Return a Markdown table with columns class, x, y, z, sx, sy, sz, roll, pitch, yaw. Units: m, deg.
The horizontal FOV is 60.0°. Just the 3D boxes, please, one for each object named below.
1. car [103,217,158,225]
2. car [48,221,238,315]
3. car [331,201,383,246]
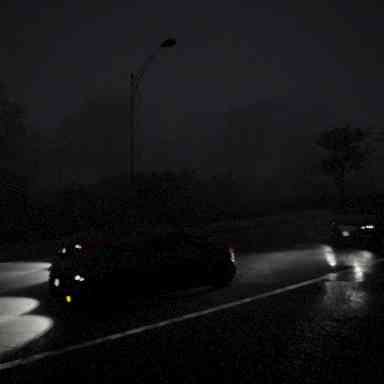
| class | x | y | z | sx | sy | sz | roll | pitch | yaw |
| --- | --- | --- | --- | --- | --- | --- | --- | --- | --- |
| car | -2.152 | 1.535 | 11.031 | 4.181 | 1.385 | 1.994 | -1 | 1 | -34 |
| car | -0.978 | 1.547 | 7.582 | 4.181 | 1.385 | 1.994 | -1 | 0 | -35 |
| car | 7.679 | 1.151 | 13.701 | 4.902 | 1.511 | 2.128 | -4 | 2 | -35 |
